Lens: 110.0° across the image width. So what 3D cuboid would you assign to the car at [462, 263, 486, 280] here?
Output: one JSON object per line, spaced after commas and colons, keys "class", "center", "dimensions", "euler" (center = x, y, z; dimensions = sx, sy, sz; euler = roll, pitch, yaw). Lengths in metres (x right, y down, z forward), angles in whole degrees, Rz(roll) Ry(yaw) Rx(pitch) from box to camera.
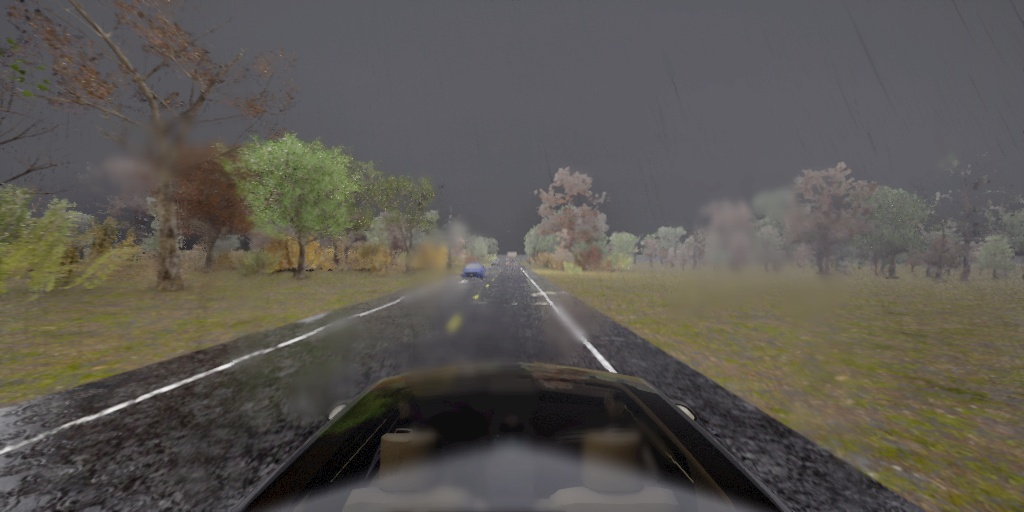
{"class": "car", "center": [-3.591, 1.413, 34.249], "dimensions": [1.882, 1.535, 5.008], "euler": [0, 0, 0]}
